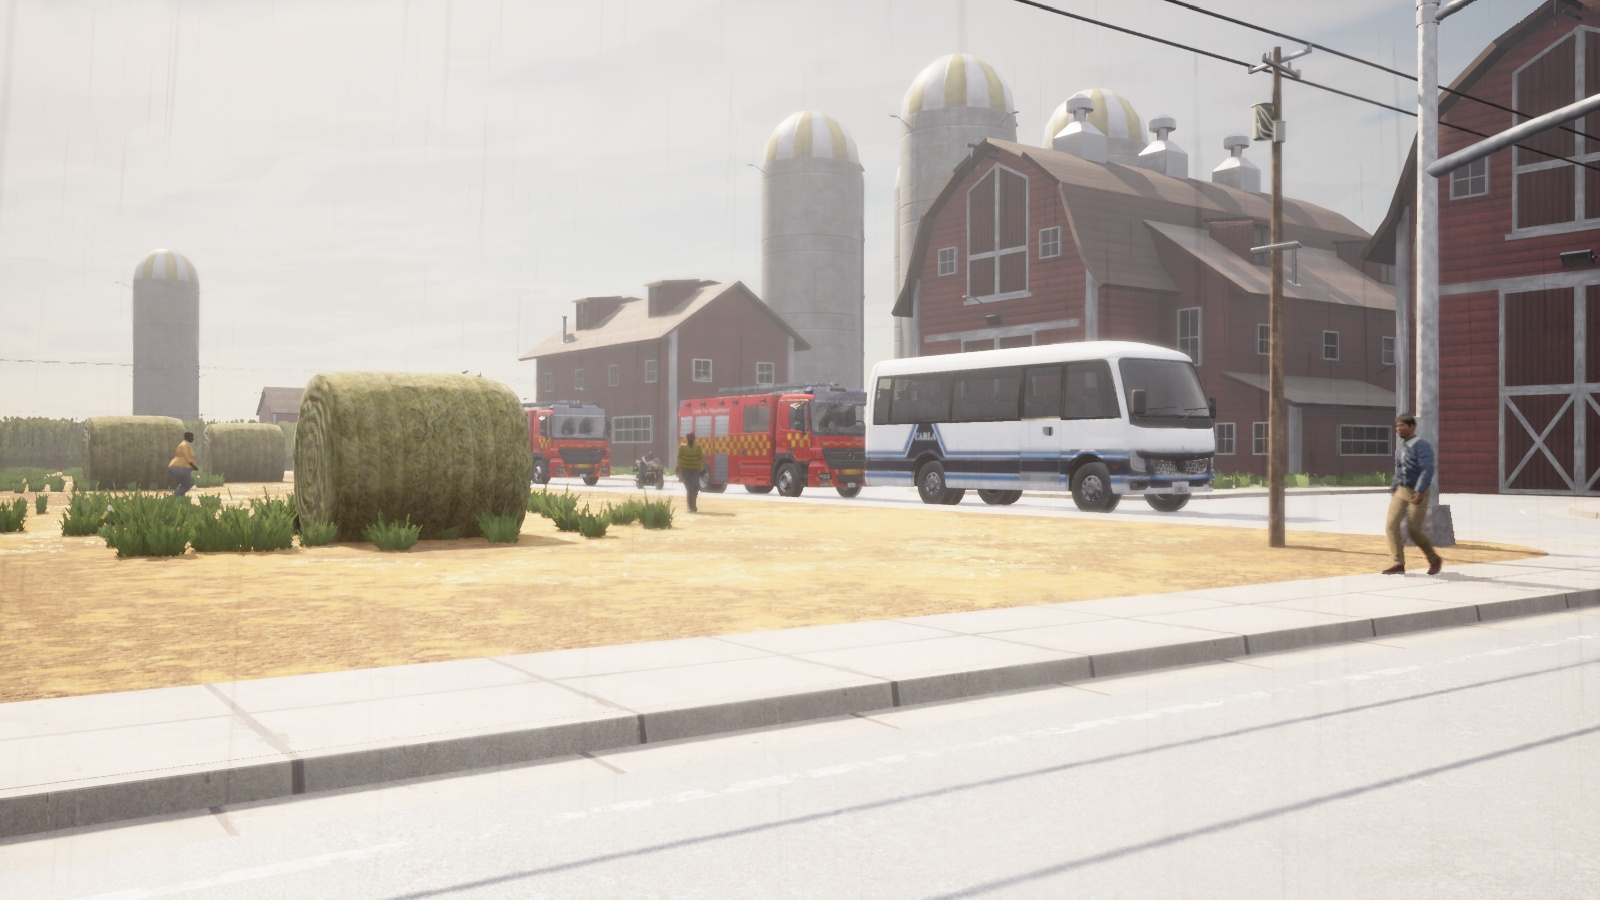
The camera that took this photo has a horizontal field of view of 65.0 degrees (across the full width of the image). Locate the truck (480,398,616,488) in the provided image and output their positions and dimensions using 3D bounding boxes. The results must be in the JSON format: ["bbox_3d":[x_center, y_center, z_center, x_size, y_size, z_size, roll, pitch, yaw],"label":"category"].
[{"bbox_3d":[-11.783,-0.280,57.959,2.891,3.827,8.468,0,0,-36],"label":"truck"}]

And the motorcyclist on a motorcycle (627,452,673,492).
[{"bbox_3d":[-5.971,0.870,49.922,0.866,1.530,2.191,-1,0,-36],"label":"motorcyclist on a motorcycle"}]

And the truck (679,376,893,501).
[{"bbox_3d":[-0.707,-0.342,42.652,2.891,3.827,8.468,0,0,-36],"label":"truck"}]

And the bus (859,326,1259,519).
[{"bbox_3d":[6.317,-0.595,32.948,3.944,4.253,10.273,0,0,-36],"label":"bus"}]

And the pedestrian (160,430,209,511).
[{"bbox_3d":[-14.500,0.473,29.586,0.900,1.855,0.874,0,0,-36],"label":"pedestrian"}]

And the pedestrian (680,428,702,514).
[{"bbox_3d":[-2.346,0.441,27.099,0.370,1.835,0.726,0,0,-13],"label":"pedestrian"}]

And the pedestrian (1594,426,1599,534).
[{"bbox_3d":[14.965,0.544,22.800,0.873,1.952,0.659,0,0,-39],"label":"pedestrian"}]

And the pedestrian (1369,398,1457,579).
[{"bbox_3d":[6.743,0.413,13.830,0.788,1.949,0.423,0,0,-17],"label":"pedestrian"}]
